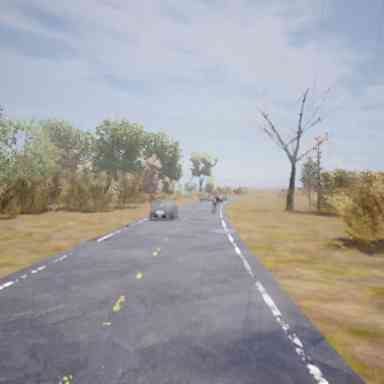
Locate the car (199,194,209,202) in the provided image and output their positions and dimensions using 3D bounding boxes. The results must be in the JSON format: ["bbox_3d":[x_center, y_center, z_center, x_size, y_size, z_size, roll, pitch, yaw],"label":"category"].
[{"bbox_3d":[2.510,1.238,67.475,1.837,1.490,4.892,0,0,9],"label":"car"}]

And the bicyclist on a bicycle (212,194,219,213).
[{"bbox_3d":[2.355,1.320,34.577,0.582,1.620,1.656,0,0,5],"label":"bicyclist on a bicycle"}]

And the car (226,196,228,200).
[{"bbox_3d":[7.128,1.266,76.565,2.033,1.411,5.357,0,0,11],"label":"car"}]

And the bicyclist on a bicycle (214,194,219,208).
[{"bbox_3d":[3.330,1.201,44.705,0.659,1.776,1.843,0,0,6],"label":"bicyclist on a bicycle"}]

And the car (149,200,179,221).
[{"bbox_3d":[-2.169,1.385,26.469,2.128,1.511,4.902,0,0,4],"label":"car"}]

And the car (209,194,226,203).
[{"bbox_3d":[4.993,1.368,63.671,1.895,1.301,4.718,0,0,10],"label":"car"}]
